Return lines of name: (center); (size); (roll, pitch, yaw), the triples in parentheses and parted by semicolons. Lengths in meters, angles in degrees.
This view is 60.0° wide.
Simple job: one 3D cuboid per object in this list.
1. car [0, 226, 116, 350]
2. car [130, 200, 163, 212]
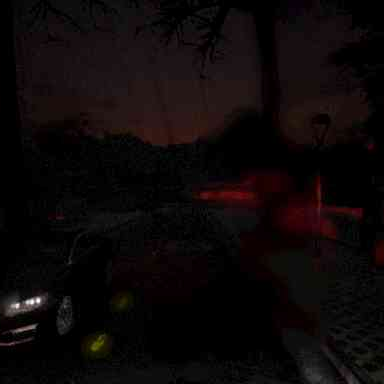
car: (-2.852, 1.493, 6.613); (2.128, 1.511, 4.902); (0, 0, 0)
car: (-5.848, 1.708, 42.530); (4.181, 1.385, 1.994); (-1, 2, -24)
